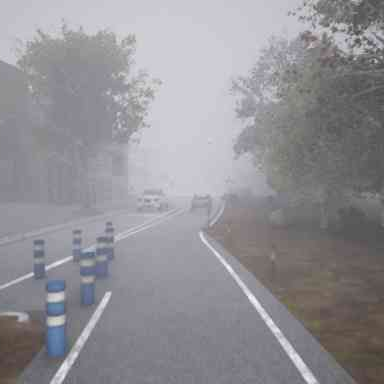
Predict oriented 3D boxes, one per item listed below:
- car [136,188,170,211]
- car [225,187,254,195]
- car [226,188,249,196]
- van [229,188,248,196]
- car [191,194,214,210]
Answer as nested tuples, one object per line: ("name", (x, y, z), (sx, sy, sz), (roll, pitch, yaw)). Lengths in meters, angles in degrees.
("car", (-3.528, 0.634, 31.147), (2.150, 2.045, 5.566), (0, 1, 7))
("car", (10.881, -0.037, 74.023), (5.566, 2.045, 2.435), (1, 0, -15))
("car", (12.087, -0.018, 88.769), (5.566, 2.045, 2.435), (1, 0, -15))
("van", (11.926, 0.006, 85.846), (4.442, 1.987, 1.878), (1, 0, -15))
("car", (1.007, 0.882, 31.596), (2.128, 1.511, 4.902), (0, 1, 6))
